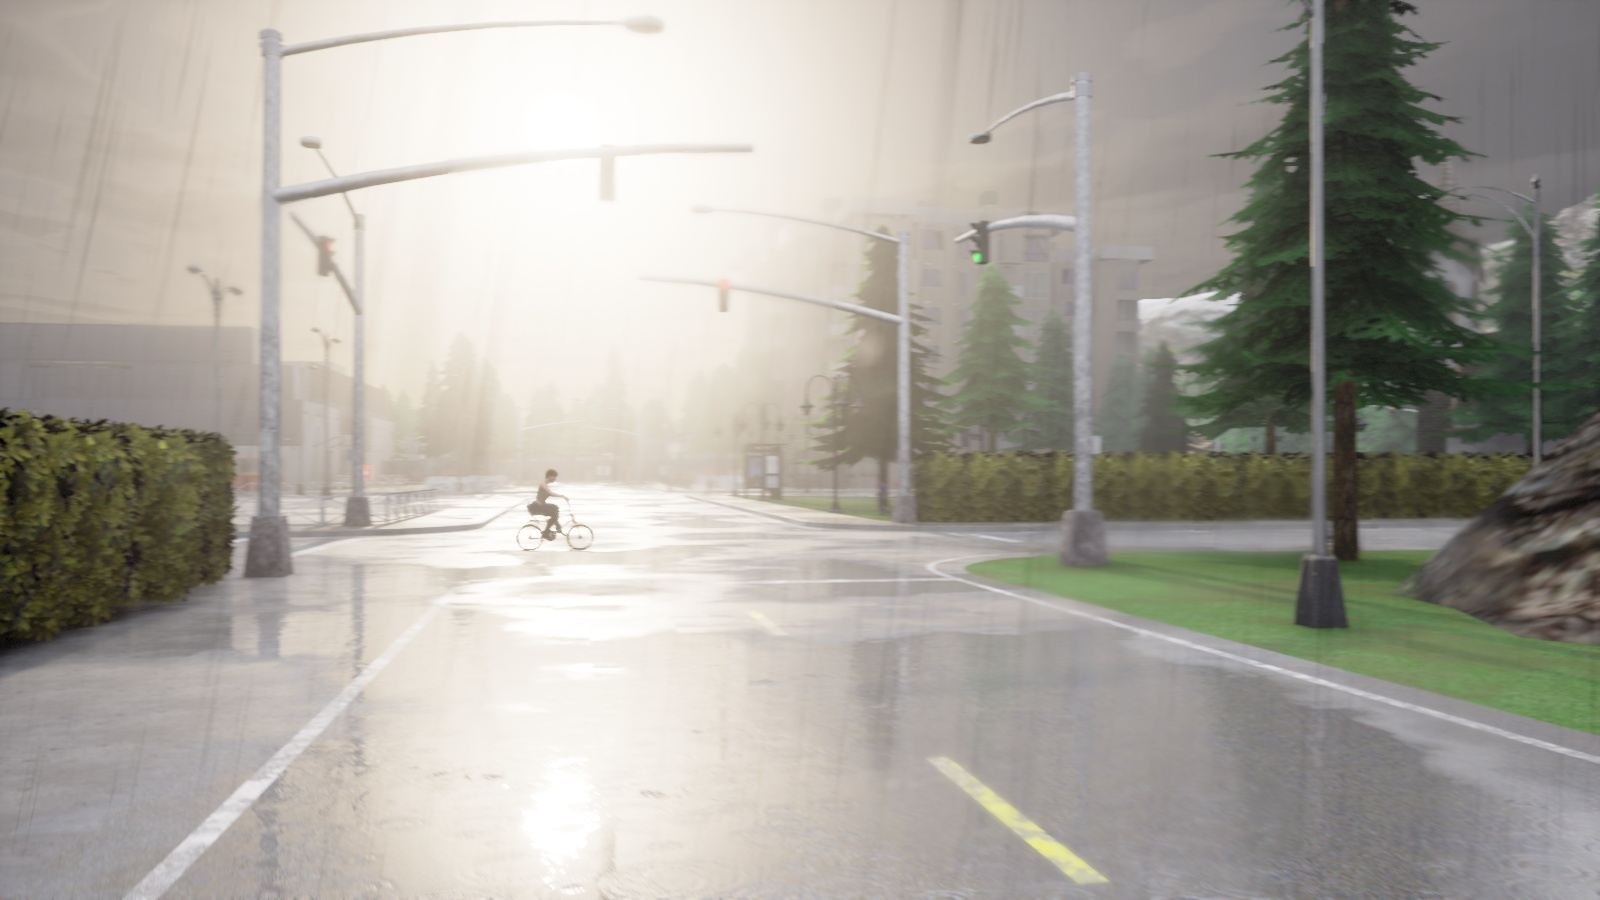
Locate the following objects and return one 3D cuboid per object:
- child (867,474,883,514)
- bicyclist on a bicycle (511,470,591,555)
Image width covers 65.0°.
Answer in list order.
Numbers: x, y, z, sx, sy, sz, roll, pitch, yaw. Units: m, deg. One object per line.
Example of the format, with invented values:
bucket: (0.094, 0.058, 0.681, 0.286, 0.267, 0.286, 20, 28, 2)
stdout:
child: (2.383, 1.404, 39.851, 0.437, 1.263, 0.270, -1, -1, 43)
bicyclist on a bicycle: (-4.840, 1.205, 24.487, 1.509, 1.612, 0.866, 0, -1, -10)
